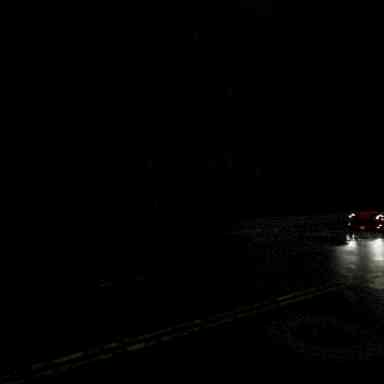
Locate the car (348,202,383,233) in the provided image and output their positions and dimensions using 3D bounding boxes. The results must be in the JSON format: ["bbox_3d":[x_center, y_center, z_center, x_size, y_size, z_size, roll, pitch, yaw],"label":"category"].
[{"bbox_3d":[11.216,1.393,19.673,4.553,1.767,2.097,0,0,-36],"label":"car"}]
